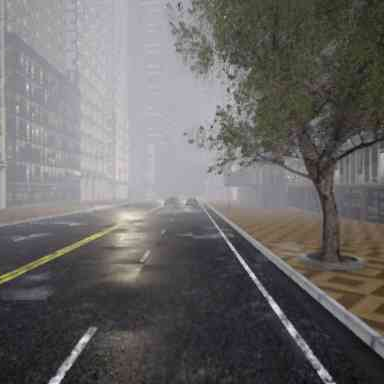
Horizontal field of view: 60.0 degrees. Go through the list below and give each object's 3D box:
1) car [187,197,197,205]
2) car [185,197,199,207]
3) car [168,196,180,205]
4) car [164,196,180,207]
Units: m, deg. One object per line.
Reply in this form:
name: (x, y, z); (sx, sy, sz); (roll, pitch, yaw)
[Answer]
car: (0.006, 1.594, 60.836); (1.895, 1.301, 4.718); (0, 0, 0)
car: (0.005, 1.557, 50.951); (1.994, 1.385, 4.181); (0, 0, 0)
car: (-3.244, 1.494, 60.805); (1.837, 1.490, 4.892); (0, 0, 0)
car: (-3.245, 1.497, 50.610); (1.837, 1.490, 4.892); (0, 0, 0)
